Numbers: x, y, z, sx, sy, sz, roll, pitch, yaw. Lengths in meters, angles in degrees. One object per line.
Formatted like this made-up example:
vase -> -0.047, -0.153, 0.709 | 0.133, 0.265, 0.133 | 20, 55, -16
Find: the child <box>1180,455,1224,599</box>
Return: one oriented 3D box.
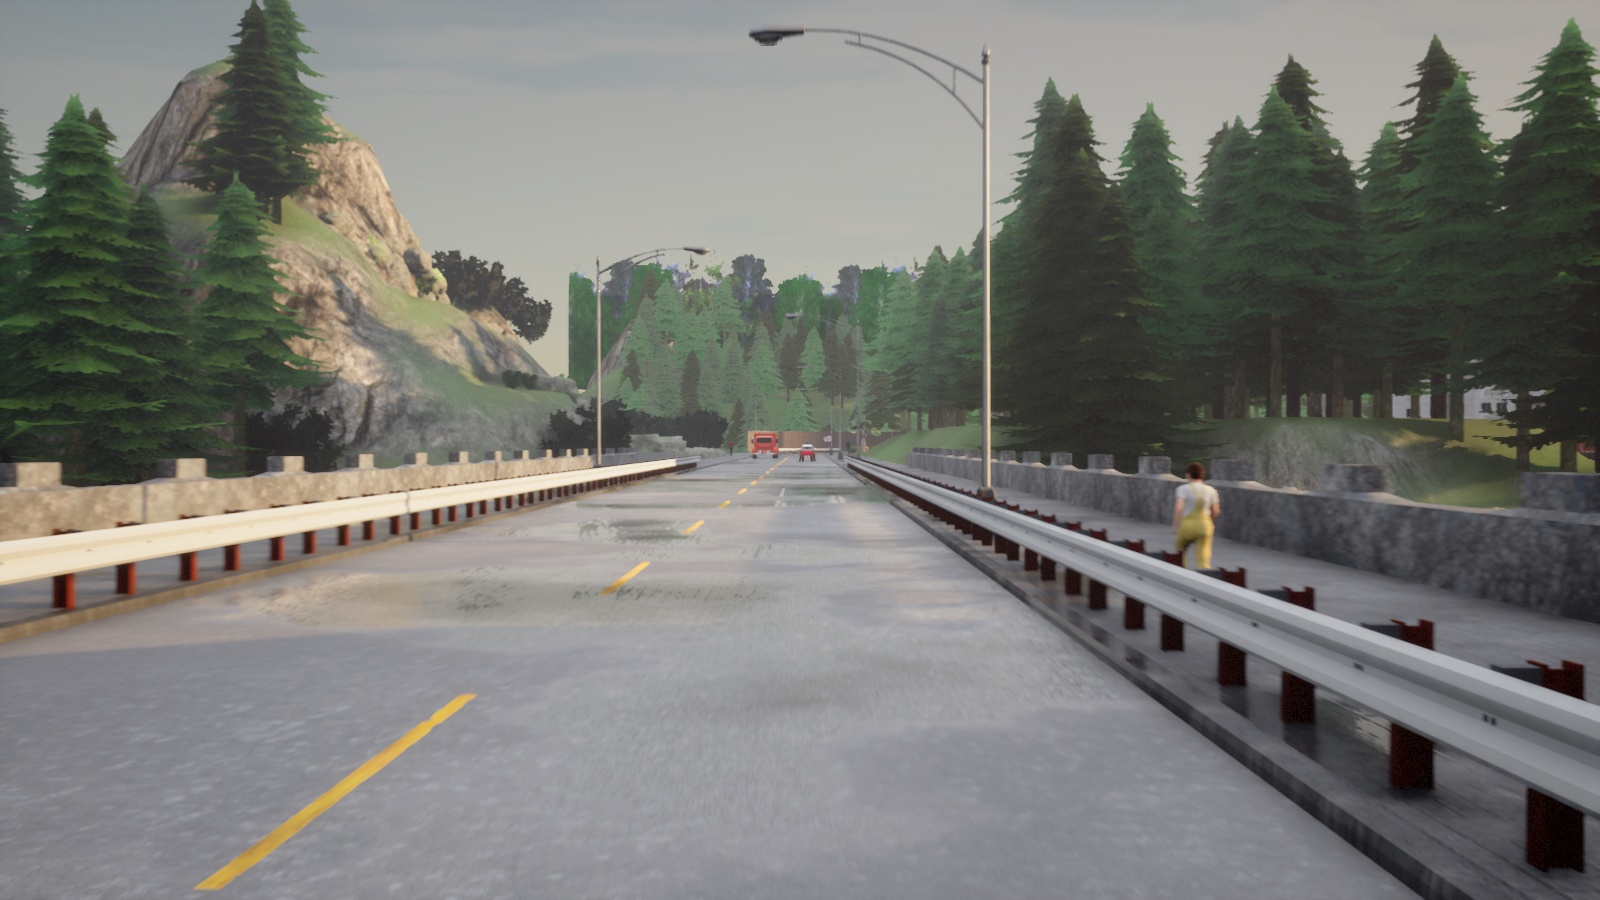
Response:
child -> 3.597, 0.677, 11.243 | 0.270, 1.263, 0.437 | 0, 0, 2
